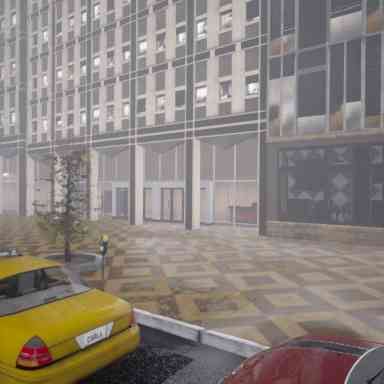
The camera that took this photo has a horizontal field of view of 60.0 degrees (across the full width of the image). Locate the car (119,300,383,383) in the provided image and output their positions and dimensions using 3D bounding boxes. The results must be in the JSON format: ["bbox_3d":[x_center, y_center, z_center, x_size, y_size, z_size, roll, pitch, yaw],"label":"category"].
[{"bbox_3d":[1.835,1.440,1.556,4.097,1.590,1.967,0,1,35],"label":"car"}]

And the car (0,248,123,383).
[{"bbox_3d":[-2.931,1.524,4.953,4.829,1.417,1.752,0,1,35],"label":"car"}]
